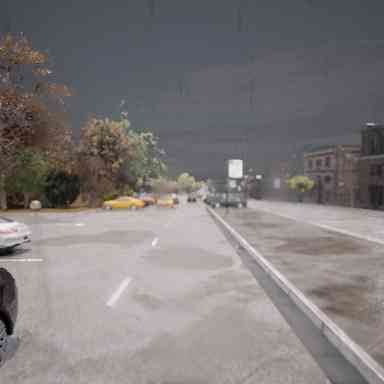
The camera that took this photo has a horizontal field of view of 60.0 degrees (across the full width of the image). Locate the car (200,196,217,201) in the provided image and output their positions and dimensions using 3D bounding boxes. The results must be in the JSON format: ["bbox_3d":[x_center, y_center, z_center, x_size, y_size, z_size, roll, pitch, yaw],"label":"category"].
[{"bbox_3d":[4.671,1.748,93.769,4.792,1.488,2.163,0,-1,0],"label":"car"}]

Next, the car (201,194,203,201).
[{"bbox_3d":[4.698,1.158,54.530,5.566,2.045,2.435,0,0,0],"label":"car"}]

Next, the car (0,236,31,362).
[{"bbox_3d":[-3.358,1.483,2.676,2.128,1.511,4.902,0,0,1],"label":"car"}]

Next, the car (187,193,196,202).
[{"bbox_3d":[-0.070,1.300,79.751,2.150,2.045,5.566,0,-1,0],"label":"car"}]

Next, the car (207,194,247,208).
[{"bbox_3d":[4.740,1.373,43.319,4.892,1.521,2.231,0,0,0],"label":"car"}]

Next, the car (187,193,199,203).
[{"bbox_3d":[-0.045,1.504,69.275,1.882,1.535,5.008,0,0,0],"label":"car"}]

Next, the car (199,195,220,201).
[{"bbox_3d":[4.476,1.631,85.359,5.366,1.575,1.946,0,-1,0],"label":"car"}]

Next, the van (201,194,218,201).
[{"bbox_3d":[4.765,1.464,90.969,4.442,1.987,1.878,0,-1,0],"label":"van"}]

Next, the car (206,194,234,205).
[{"bbox_3d":[4.755,1.299,57.330,4.553,1.767,2.185,0,0,0],"label":"car"}]

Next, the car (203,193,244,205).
[{"bbox_3d":[4.705,1.125,46.120,5.566,2.045,2.435,0,0,0],"label":"car"}]

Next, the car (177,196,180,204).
[{"bbox_3d":[-3.305,1.532,60.803,1.994,1.385,4.181,0,0,0],"label":"car"}]

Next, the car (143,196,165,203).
[{"bbox_3d":[-8.420,1.567,73.967,4.792,1.488,2.163,0,0,0],"label":"car"}]

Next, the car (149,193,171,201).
[{"bbox_3d":[-8.395,1.407,87.769,5.566,2.045,2.435,0,-1,0],"label":"car"}]

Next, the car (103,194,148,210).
[{"bbox_3d":[-8.339,1.371,40.550,5.008,1.535,2.097,0,0,0],"label":"car"}]

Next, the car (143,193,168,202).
[{"bbox_3d":[-8.369,1.307,76.752,5.566,2.045,2.435,0,0,0],"label":"car"}]

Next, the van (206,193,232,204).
[{"bbox_3d":[4.835,1.218,60.135,4.442,1.987,1.878,0,0,0],"label":"van"}]

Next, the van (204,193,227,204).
[{"bbox_3d":[4.591,1.256,65.741,4.442,1.987,1.878,0,0,0],"label":"van"}]

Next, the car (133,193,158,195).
[{"bbox_3d":[-8.322,1.283,54.475,4.553,1.767,2.185,0,0,0],"label":"car"}]

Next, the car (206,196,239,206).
[{"bbox_3d":[4.723,1.395,51.724,4.892,1.521,2.231,0,0,0],"label":"car"}]

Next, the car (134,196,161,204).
[{"bbox_3d":[-8.364,1.502,62.826,4.674,1.452,2.002,0,0,0],"label":"car"}]

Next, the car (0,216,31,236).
[{"bbox_3d":[-8.335,1.485,12.065,4.674,1.452,2.002,0,0,0],"label":"car"}]

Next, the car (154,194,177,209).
[{"bbox_3d":[-3.349,1.369,42.452,1.882,1.535,5.008,0,0,0],"label":"car"}]

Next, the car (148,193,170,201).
[{"bbox_3d":[-8.388,1.380,85.108,5.566,2.045,2.435,0,-1,0],"label":"car"}]

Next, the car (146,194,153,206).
[{"bbox_3d":[-8.351,1.375,46.119,5.008,1.535,2.097,0,0,0],"label":"car"}]

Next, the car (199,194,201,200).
[{"bbox_3d":[4.667,1.268,71.349,5.566,2.045,2.435,0,0,0],"label":"car"}]
